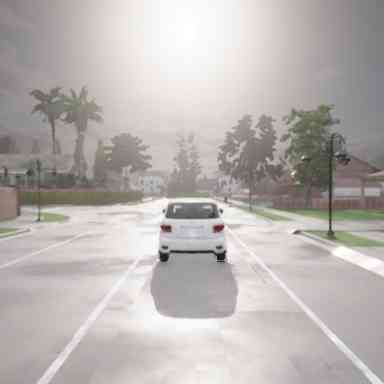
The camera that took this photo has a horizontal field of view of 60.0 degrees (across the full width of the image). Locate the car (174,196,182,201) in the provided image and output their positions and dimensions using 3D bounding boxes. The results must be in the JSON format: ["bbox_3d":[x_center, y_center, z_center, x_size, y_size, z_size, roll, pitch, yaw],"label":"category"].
[{"bbox_3d":[-3.512,1.600,83.951,1.895,1.301,4.718,0,0,0],"label":"car"}]

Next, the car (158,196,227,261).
[{"bbox_3d":[0.029,1.224,12.392,2.150,2.045,5.566,0,0,0],"label":"car"}]

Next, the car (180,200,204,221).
[{"bbox_3d":[0.039,1.508,28.540,1.837,1.490,4.892,0,0,1],"label":"car"}]
